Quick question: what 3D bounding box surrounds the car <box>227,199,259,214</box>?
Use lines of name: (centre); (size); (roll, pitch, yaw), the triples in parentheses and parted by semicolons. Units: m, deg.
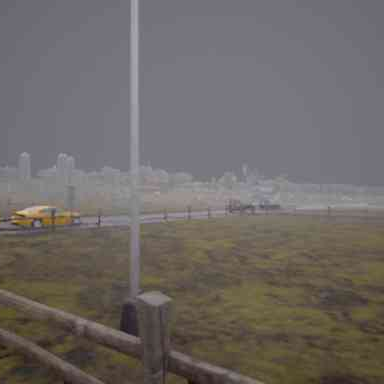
car: (7.143, 2.002, 48.233); (2.150, 2.045, 5.566); (2, 0, 36)

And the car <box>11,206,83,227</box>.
car: (-10.304, 1.747, 24.021); (1.882, 1.535, 5.008); (2, 0, 36)

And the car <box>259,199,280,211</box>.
car: (13.172, 2.190, 56.700); (2.150, 2.045, 5.566); (2, 0, 36)
